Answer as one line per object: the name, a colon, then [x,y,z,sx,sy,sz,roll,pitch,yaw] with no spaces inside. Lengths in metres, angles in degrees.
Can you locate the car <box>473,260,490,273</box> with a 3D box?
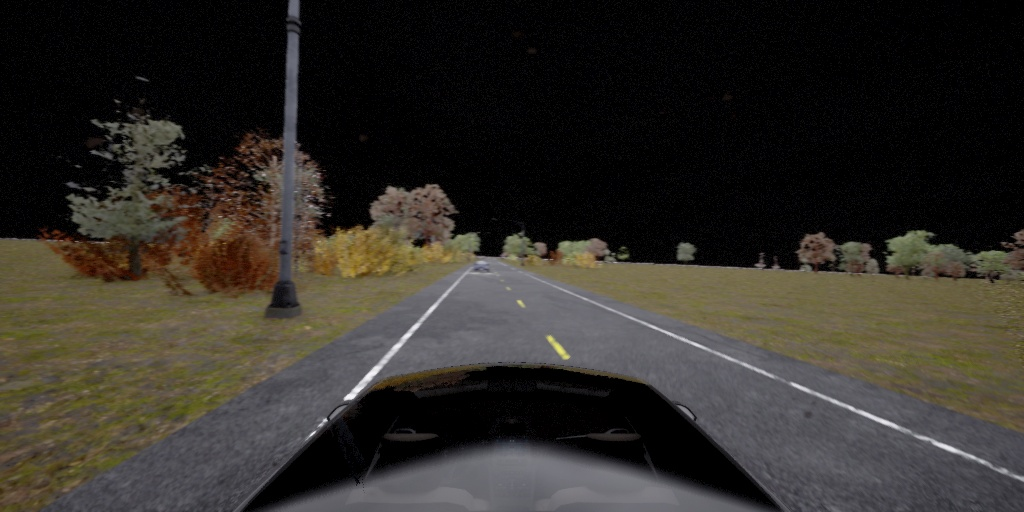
car: [-3.754,1.286,44.497,1.812,1.442,4.674,2,0,-5]
